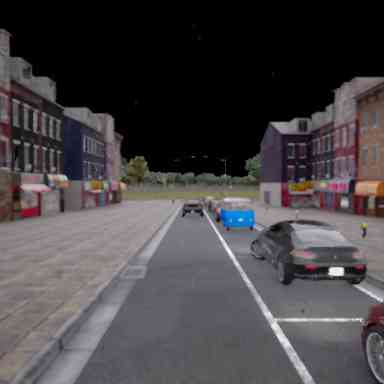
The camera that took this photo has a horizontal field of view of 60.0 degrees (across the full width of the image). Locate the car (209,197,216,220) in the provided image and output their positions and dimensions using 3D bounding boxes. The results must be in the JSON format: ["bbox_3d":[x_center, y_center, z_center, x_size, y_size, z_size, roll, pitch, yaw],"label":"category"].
[{"bbox_3d":[2.609,1.326,25.242,1.967,1.590,4.097,-1,0,0],"label":"car"}]

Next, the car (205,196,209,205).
[{"bbox_3d":[2.607,1.403,36.308,1.947,1.339,4.313,-1,0,0],"label":"car"}]

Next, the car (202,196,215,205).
[{"bbox_3d":[2.600,1.347,52.905,1.802,1.307,4.206,-1,0,0],"label":"car"}]

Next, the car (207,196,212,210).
[{"bbox_3d":[2.608,1.386,30.945,1.752,1.417,4.829,-1,0,0],"label":"car"}]

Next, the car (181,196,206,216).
[{"bbox_3d":[0.073,1.370,30.188,1.837,1.490,4.892,0,1,0],"label":"car"}]

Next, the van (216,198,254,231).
[{"bbox_3d":[2.609,1.252,19.709,1.690,1.788,3.998,-1,0,0],"label":"van"}]

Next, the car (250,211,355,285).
[{"bbox_3d":[3.020,1.483,9.253,1.812,1.442,4.674,0,0,0],"label":"car"}]

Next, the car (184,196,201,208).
[{"bbox_3d":[0.057,1.293,44.561,2.128,1.511,4.902,0,0,0],"label":"car"}]

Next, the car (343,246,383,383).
[{"bbox_3d":[3.023,1.515,2.252,1.812,1.442,4.674,0,0,0],"label":"car"}]

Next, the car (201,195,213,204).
[{"bbox_3d":[2.597,1.292,58.437,2.008,1.369,4.403,-1,0,0],"label":"car"}]
